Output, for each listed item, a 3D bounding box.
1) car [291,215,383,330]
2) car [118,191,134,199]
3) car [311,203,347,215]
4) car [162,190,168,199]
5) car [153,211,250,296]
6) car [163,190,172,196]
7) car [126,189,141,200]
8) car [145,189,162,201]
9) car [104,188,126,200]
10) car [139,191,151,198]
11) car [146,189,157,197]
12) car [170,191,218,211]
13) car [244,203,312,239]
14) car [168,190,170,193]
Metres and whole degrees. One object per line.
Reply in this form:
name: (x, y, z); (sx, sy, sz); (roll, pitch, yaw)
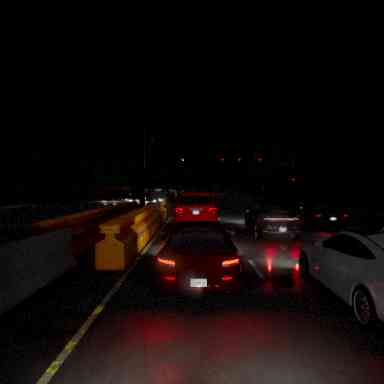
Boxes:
car: (3.629, 1.455, 6.628); (1.812, 1.442, 4.674); (0, 1, 0)
car: (-13.470, 0.552, 68.178); (2.033, 1.411, 5.357); (0, 1, 0)
car: (7.219, 1.308, 18.961); (1.994, 1.385, 4.181); (0, 1, 0)
car: (-6.526, 0.533, 65.663); (2.128, 1.511, 4.902); (0, 1, 1)
car: (0.141, 1.431, 8.264); (1.812, 1.442, 4.674); (0, 1, 0)
car: (-6.319, 0.272, 86.233); (2.033, 1.411, 5.357); (0, 1, 0)
car: (-10.104, 0.686, 60.325); (1.994, 1.385, 4.181); (0, 1, 1)
car: (-6.647, 0.707, 56.397); (1.812, 1.442, 4.674); (0, 1, 1)
car: (-13.635, 0.378, 58.040); (2.150, 2.045, 5.566); (0, 1, 1)
car: (-9.952, 0.523, 70.401); (1.994, 1.385, 4.181); (0, 1, 0)
car: (-9.866, 0.172, 80.619); (2.097, 1.767, 4.553); (0, 1, 0)
car: (0.204, 0.983, 17.861); (2.150, 2.045, 5.566); (0, 1, 1)
car: (3.694, 1.282, 15.876); (2.128, 1.511, 4.902); (0, 1, 0)
car: (-6.407, 0.246, 75.679); (2.097, 1.767, 4.553); (0, 1, 0)
